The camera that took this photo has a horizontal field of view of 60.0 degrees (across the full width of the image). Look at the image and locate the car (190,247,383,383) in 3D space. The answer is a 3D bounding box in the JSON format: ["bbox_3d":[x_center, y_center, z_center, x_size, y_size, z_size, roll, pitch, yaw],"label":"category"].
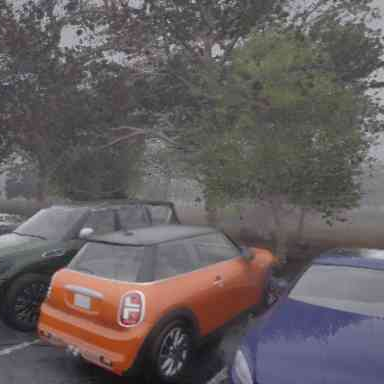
[{"bbox_3d":[2.178,1.520,4.210,2.002,1.452,4.674,0,0,35],"label":"car"}]

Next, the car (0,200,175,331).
[{"bbox_3d":[-2.374,1.230,7.418,2.435,2.045,5.566,0,0,35],"label":"car"}]

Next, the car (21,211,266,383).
[{"bbox_3d":[-0.109,1.355,5.799,2.185,1.767,4.553,0,0,35],"label":"car"}]
